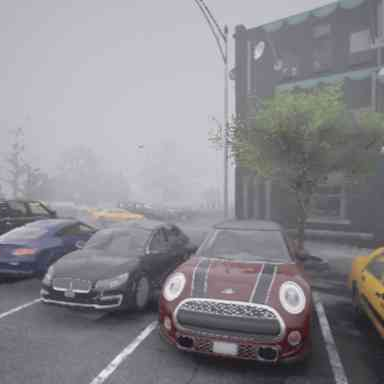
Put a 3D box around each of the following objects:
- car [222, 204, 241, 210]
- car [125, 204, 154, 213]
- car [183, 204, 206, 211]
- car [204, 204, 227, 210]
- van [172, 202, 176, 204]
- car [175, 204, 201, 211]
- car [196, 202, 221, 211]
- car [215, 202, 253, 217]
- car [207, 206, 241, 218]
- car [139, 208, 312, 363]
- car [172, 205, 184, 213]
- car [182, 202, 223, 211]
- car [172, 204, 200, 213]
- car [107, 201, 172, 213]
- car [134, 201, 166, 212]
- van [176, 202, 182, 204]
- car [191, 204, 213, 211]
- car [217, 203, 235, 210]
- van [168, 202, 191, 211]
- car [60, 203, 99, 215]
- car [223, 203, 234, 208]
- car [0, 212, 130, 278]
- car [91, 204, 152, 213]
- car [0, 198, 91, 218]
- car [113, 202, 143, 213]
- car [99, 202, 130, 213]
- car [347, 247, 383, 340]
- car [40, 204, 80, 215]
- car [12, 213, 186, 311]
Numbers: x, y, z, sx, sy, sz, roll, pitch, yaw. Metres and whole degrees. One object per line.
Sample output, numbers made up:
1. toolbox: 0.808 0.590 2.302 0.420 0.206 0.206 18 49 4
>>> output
1. car: 10.649 4.021 90.085 5.008 1.535 2.097 0 -2 14
2. car: -9.561 2.978 60.695 4.674 1.452 2.002 0 -2 15
3. car: 0.565 3.509 75.378 4.792 1.488 2.163 0 -2 15
4. car: 5.837 3.747 82.677 5.366 1.575 1.946 0 -2 14
5. van: -6.057 2.892 65.565 4.442 1.987 1.878 0 -2 15
6. car: -0.915 3.386 72.883 5.366 1.575 1.946 0 -2 15
7. car: 3.949 3.409 80.281 5.566 2.045 2.435 0 -2 15
8. car: 6.523 2.758 52.015 5.566 2.045 2.435 1 -1 15
9. car: 4.803 2.949 49.543 4.792 1.488 2.163 1 -1 15
10. car: 1.016 1.358 6.255 2.185 1.767 4.553 1 -1 16
11. car: -3.777 2.502 37.186 4.674 1.452 2.002 1 -1 15
12. car: 1.376 2.613 44.619 4.553 1.767 2.185 1 -1 15
13. car: -2.041 2.557 39.664 5.008 1.535 2.097 1 -1 15
14. car: -5.468 2.113 34.720 5.566 2.045 2.435 2 -1 15
15. car: -7.893 2.777 63.152 5.566 2.045 2.435 0 -2 15
16. van: -4.366 2.983 68.014 4.442 1.987 1.878 0 -2 15
17. car: 2.315 3.599 77.817 4.792 1.488 2.163 0 -2 15
18. car: 9.022 3.805 87.623 4.553 1.767 2.185 0 -2 14
19. van: -2.674 3.073 70.463 4.442 1.987 1.878 0 -2 15
20. car: -16.994 2.548 50.273 5.366 1.575 1.946 0 -2 15
21. car: 3.097 2.577 47.076 5.566 2.045 2.435 1 -1 15
22. car: -3.814 1.514 9.660 2.002 1.452 4.674 0 -1 15
23. car: -7.054 2.259 32.192 5.366 1.575 1.946 2 -1 15
24. car: -6.221 1.218 11.409 2.435 2.045 5.566 0 -1 16
25. car: -11.223 2.721 58.239 4.553 1.767 2.185 0 -2 15
26. car: -12.977 2.631 55.817 4.553 1.767 2.185 0 -2 15
27. car: 3.371 1.482 4.327 1.946 1.575 5.366 1 -1 15
28. car: -18.742 2.449 47.441 4.892 1.521 2.231 0 -2 15
29. car: -1.403 1.480 7.947 2.231 1.521 4.892 1 -1 16
